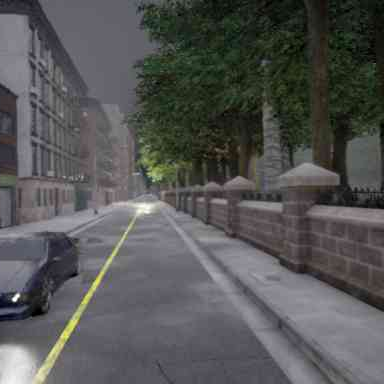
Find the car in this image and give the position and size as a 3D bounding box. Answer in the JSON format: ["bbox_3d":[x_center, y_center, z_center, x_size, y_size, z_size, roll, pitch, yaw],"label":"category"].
[{"bbox_3d":[-3.896,1.674,7.906,2.033,1.411,5.357,-1,0,-7],"label":"car"}]
